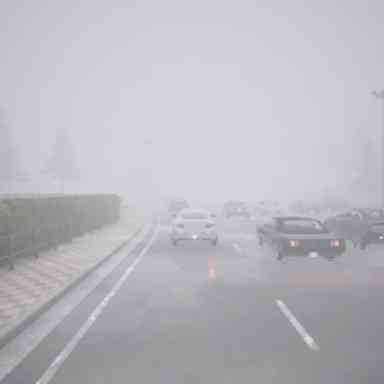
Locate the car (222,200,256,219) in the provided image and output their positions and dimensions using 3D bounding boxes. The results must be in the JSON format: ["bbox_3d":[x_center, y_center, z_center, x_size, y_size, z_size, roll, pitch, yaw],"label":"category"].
[{"bbox_3d":[3.603,1.403,27.808,2.033,1.411,5.357,0,0,0],"label":"car"}]

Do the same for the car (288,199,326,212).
[{"bbox_3d":[10.604,1.437,31.564,1.895,1.301,4.718,0,0,0],"label":"car"}]

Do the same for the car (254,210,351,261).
[{"bbox_3d":[3.598,1.538,12.028,1.895,1.301,4.718,0,0,0],"label":"car"}]

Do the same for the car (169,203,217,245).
[{"bbox_3d":[0.092,1.447,14.972,1.812,1.442,4.674,0,0,0],"label":"car"}]

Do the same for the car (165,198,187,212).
[{"bbox_3d":[-1.532,1.320,33.019,2.128,1.511,4.902,0,0,-11],"label":"car"}]

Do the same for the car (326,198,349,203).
[{"bbox_3d":[14.105,1.332,33.233,1.837,1.490,4.892,0,0,0],"label":"car"}]

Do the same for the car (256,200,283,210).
[{"bbox_3d":[7.104,1.437,31.562,1.895,1.301,4.718,0,0,0],"label":"car"}]

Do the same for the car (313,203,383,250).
[{"bbox_3d":[7.099,1.419,13.849,2.128,1.511,4.902,0,0,0],"label":"car"}]
